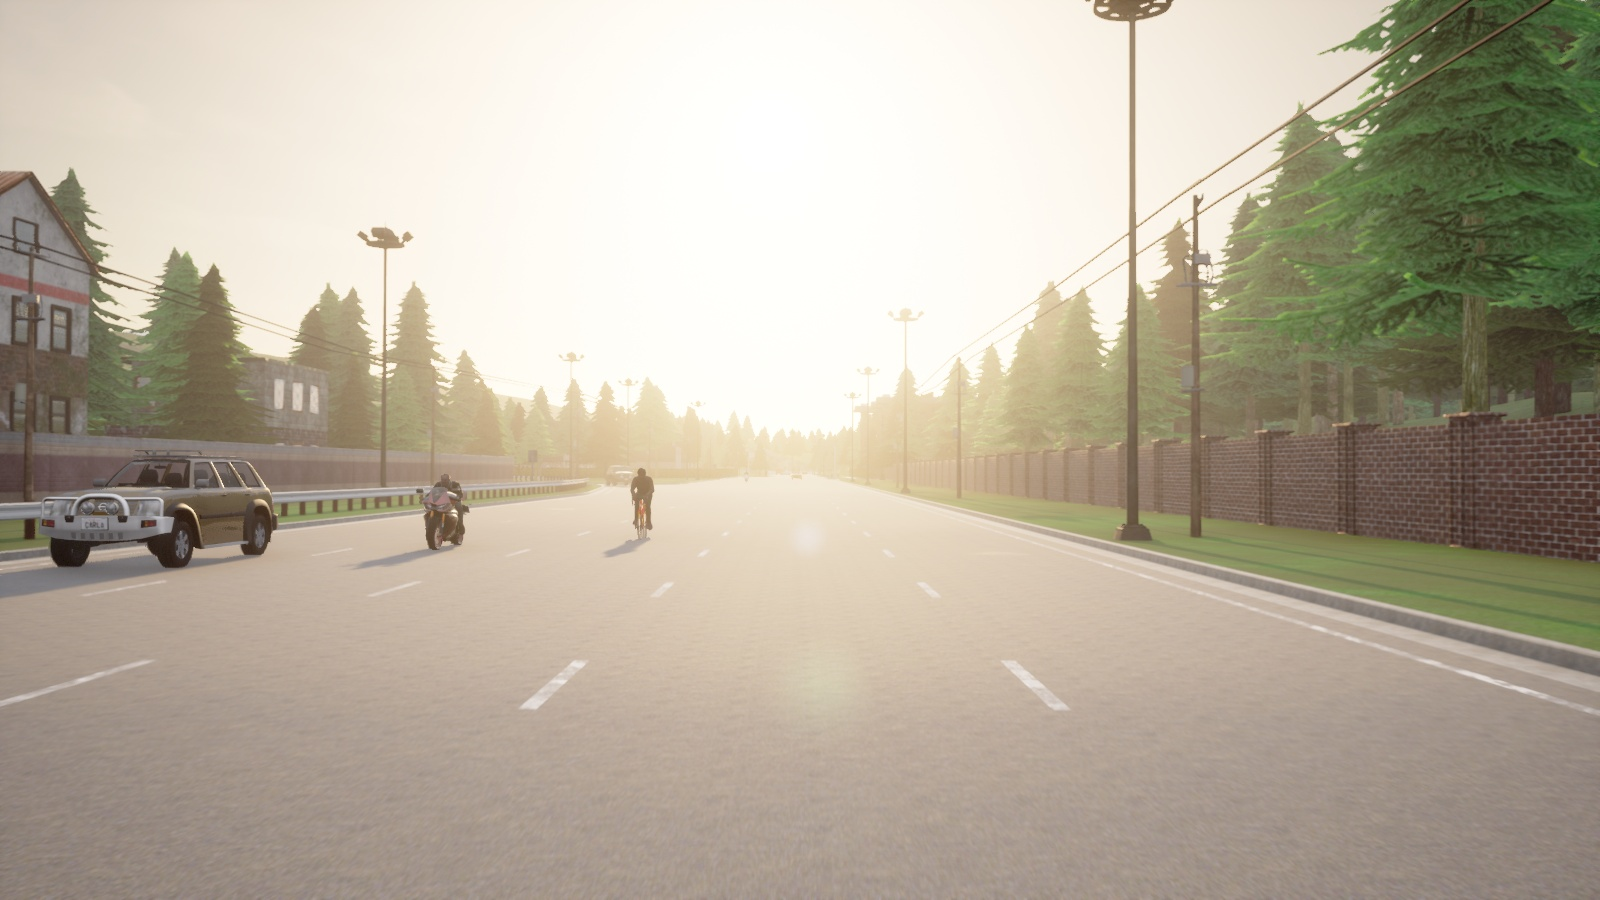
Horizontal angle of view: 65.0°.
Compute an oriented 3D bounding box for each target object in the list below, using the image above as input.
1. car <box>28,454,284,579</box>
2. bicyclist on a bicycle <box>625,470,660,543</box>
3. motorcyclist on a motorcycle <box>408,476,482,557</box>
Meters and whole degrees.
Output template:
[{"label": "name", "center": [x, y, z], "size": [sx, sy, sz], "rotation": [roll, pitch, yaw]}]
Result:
[{"label": "car", "center": [-10.552, 1.026, 21.050], "size": [1.932, 1.855, 4.605], "rotation": [0, -1, 0]}, {"label": "bicyclist on a bicycle", "center": [-3.568, 1.259, 28.517], "size": [0.582, 1.620, 1.656], "rotation": [0, -1, 0]}, {"label": "motorcyclist on a motorcycle", "center": [-7.060, 1.298, 25.091], "size": [0.866, 1.530, 2.191], "rotation": [0, -1, 0]}]
